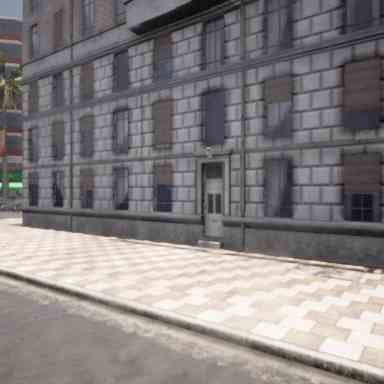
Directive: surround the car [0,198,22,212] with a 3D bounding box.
[{"bbox_3d":[-19.210,1.481,38.214,2.128,1.511,4.902,0,0,36],"label":"car"}]
